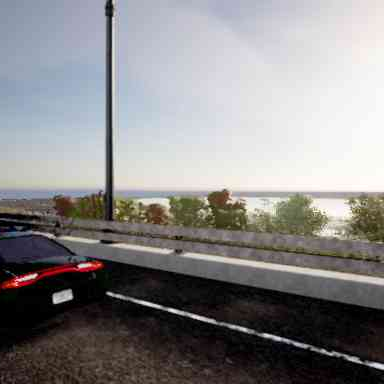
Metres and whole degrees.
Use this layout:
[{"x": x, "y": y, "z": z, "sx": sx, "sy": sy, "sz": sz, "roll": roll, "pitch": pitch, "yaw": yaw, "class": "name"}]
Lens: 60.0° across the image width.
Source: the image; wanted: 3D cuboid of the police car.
[{"x": -4.031, "y": 1.499, "z": 6.764, "sx": 4.974, "sy": 1.542, "sz": 2.038, "roll": 0, "pitch": 0, "yaw": 36, "class": "police car"}]
